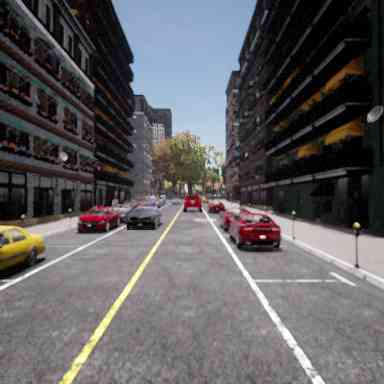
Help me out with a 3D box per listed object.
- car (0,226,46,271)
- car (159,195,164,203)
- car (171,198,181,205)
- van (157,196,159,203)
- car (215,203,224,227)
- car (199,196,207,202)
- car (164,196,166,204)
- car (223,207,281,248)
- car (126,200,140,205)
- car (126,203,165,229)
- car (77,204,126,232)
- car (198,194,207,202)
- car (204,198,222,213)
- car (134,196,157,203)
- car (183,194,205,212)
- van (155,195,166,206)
[{"bbox_3d":[-5.652,1.551,8.989,1.752,1.417,4.829,1,0,0],"label":"car"},{"bbox_3d":[-5.649,1.582,49.034,1.967,1.590,4.097,1,0,0],"label":"car"},{"bbox_3d":[-3.031,1.784,63.215,1.895,1.301,4.718,0,0,1],"label":"car"},{"bbox_3d":[-5.647,1.466,43.338,1.690,1.788,3.998,1,0,0],"label":"van"},{"bbox_3d":[2.700,1.604,20.615,1.887,1.381,4.507,1,0,0],"label":"car"},{"bbox_3d":[2.691,1.788,83.275,1.887,1.381,4.507,1,0,0],"label":"car"},{"bbox_3d":[-5.653,1.709,54.730,2.008,1.369,4.403,1,0,0],"label":"car"},{"bbox_3d":[2.701,1.588,14.918,1.887,1.381,4.507,1,0,0],"label":"car"},{"bbox_3d":[-5.648,1.626,26.248,2.008,1.369,4.403,1,0,0],"label":"car"},{"bbox_3d":[-3.104,1.664,22.041,1.895,1.301,4.718,0,0,0],"label":"car"},{"bbox_3d":[-5.648,1.604,20.552,1.887,1.381,4.507,1,0,0],"label":"car"},{"bbox_3d":[2.694,1.575,88.971,2.192,1.841,5.009,1,0,0],"label":"car"},{"bbox_3d":[2.697,1.654,37.704,1.887,1.381,4.507,1,0,0],"label":"car"},{"bbox_3d":[-5.646,1.424,37.642,2.192,1.841,5.009,1,0,0],"label":"car"},{"bbox_3d":[0.094,1.336,41.039,2.150,2.045,5.566,0,-1,0],"label":"car"},{"bbox_3d":[-5.650,1.516,60.427,1.690,1.788,3.998,1,0,0],"label":"van"}]
